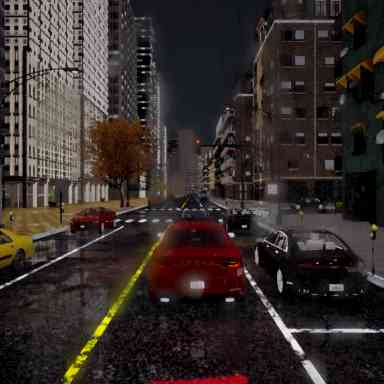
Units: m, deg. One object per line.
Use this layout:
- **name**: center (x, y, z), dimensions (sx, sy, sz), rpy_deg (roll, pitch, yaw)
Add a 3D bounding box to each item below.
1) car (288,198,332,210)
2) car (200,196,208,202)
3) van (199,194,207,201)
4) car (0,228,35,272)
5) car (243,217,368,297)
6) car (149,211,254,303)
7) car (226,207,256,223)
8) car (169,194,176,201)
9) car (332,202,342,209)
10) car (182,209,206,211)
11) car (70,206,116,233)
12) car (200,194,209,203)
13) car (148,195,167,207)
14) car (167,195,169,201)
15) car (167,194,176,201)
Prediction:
- **car**: center (13.475, 1.359, 38.848), dimensions (4.403, 1.369, 2.008), rpy_deg (-1, 1, 0)
- **car**: center (2.789, 1.599, 79.627), dimensions (1.752, 1.417, 4.829), rpy_deg (0, 0, 0)
- **van**: center (2.796, 1.425, 84.981), dimensions (1.690, 1.788, 3.998), rpy_deg (0, 0, 0)
- **car**: center (-5.681, 1.526, 8.230), dimensions (1.752, 1.417, 4.829), rpy_deg (0, 0, 0)
- **car**: center (2.700, 1.552, 8.389), dimensions (2.008, 1.369, 4.403), rpy_deg (0, 0, 0)
- **car**: center (0.102, 1.478, 8.294), dimensions (1.882, 1.535, 5.008), rpy_deg (0, 0, 0)
- **car**: center (2.713, 1.555, 19.455), dimensions (2.008, 1.369, 4.403), rpy_deg (0, 0, 0)
- **car**: center (-5.585, 1.649, 84.992), dimensions (1.947, 1.339, 4.313), rpy_deg (0, 0, 0)
- **car**: center (18.871, 1.259, 38.895), dimensions (4.829, 1.417, 1.752), rpy_deg (-1, 1, 0)
- **car**: center (0.110, 1.605, 18.385), dimensions (1.895, 1.301, 4.718), rpy_deg (0, 0, 0)
- **car**: center (-5.667, 1.549, 19.466), dimensions (1.887, 1.381, 4.507), rpy_deg (0, 0, 0)
- **car**: center (2.782, 1.630, 73.934), dimensions (1.947, 1.339, 4.313), rpy_deg (0, 0, 0)
- **car**: center (-5.627, 1.349, 51.854), dimensions (2.192, 1.841, 5.009), rpy_deg (0, 0, 0)
- **car**: center (-5.619, 1.607, 57.377), dimensions (1.947, 1.339, 4.313), rpy_deg (0, 0, 0)
- **car**: center (-5.578, 1.410, 90.514), dimensions (2.192, 1.841, 5.009), rpy_deg (0, 0, 0)
